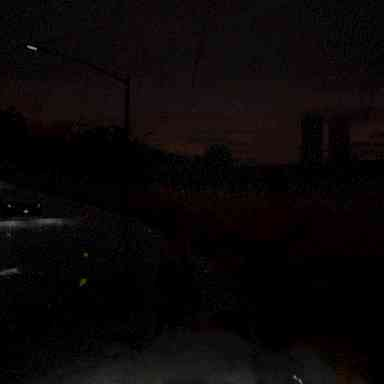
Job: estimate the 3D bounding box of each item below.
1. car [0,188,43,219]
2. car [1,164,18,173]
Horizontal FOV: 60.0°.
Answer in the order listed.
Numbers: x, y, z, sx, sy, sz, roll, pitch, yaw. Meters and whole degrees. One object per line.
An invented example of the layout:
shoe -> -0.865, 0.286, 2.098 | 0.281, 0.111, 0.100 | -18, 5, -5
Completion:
car -> -10.016, 0.517, 19.079 | 1.812, 1.442, 4.674 | -1, 6, -38
car -> -32.923, -4.279, 60.613 | 1.970, 1.475, 3.806 | 0, 3, -20
